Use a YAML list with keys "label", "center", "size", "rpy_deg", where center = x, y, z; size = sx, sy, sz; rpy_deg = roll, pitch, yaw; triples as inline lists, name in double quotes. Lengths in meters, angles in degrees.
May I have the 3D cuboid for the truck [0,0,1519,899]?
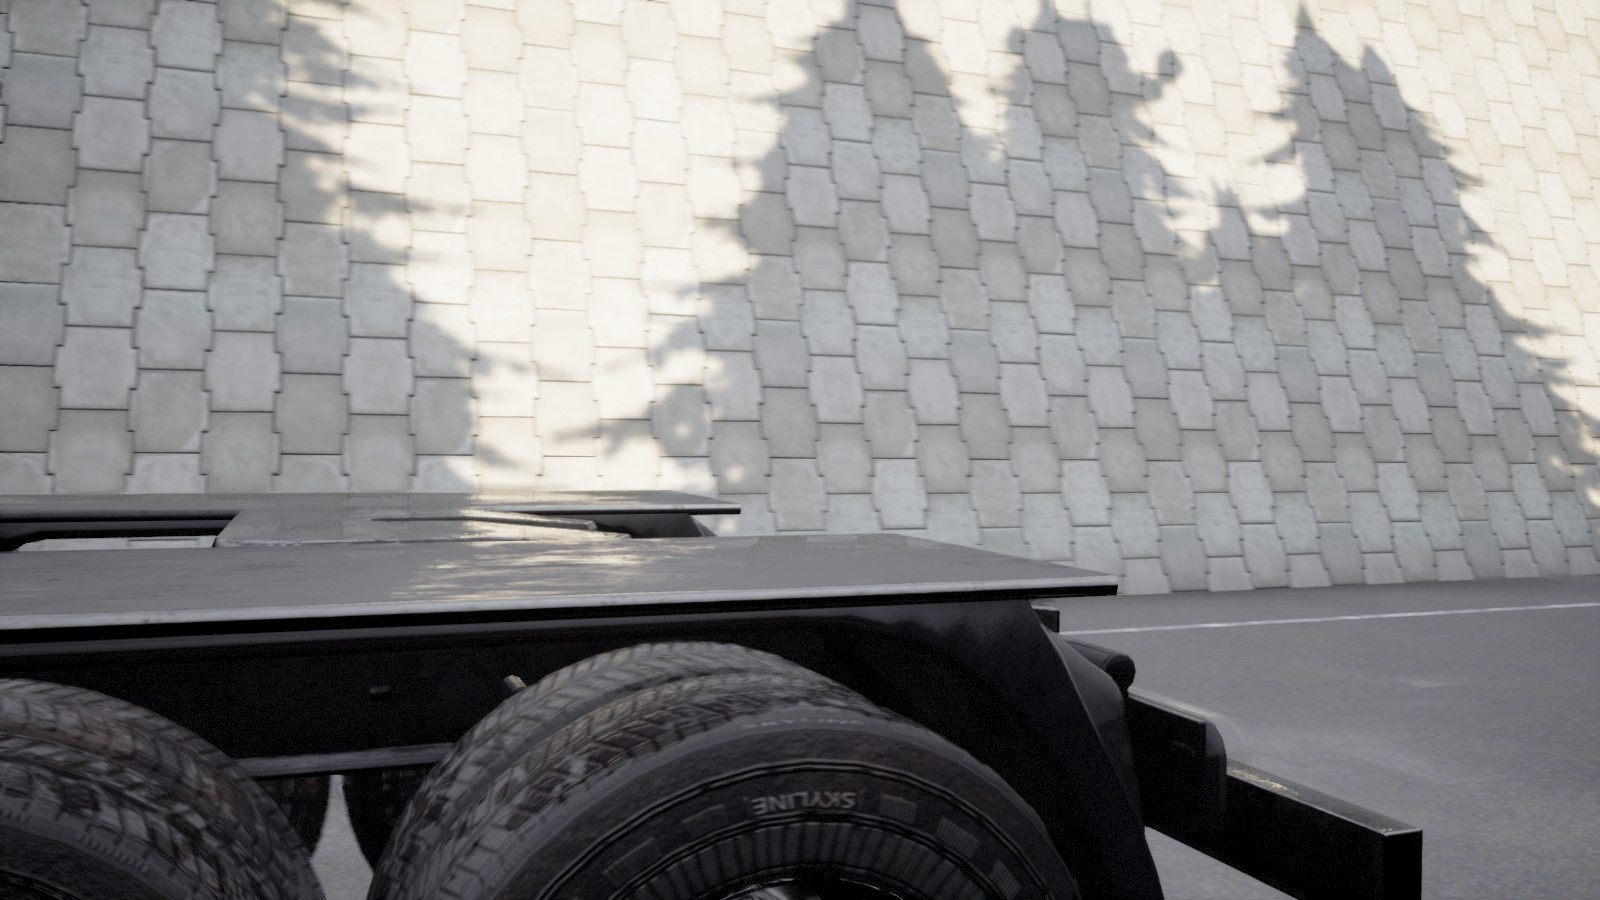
- label: "truck"
  center: [-2.995, -0.186, 2.090]
  size: [7.936, 3.462, 2.891]
  rpy_deg: [-1, 1, -21]
